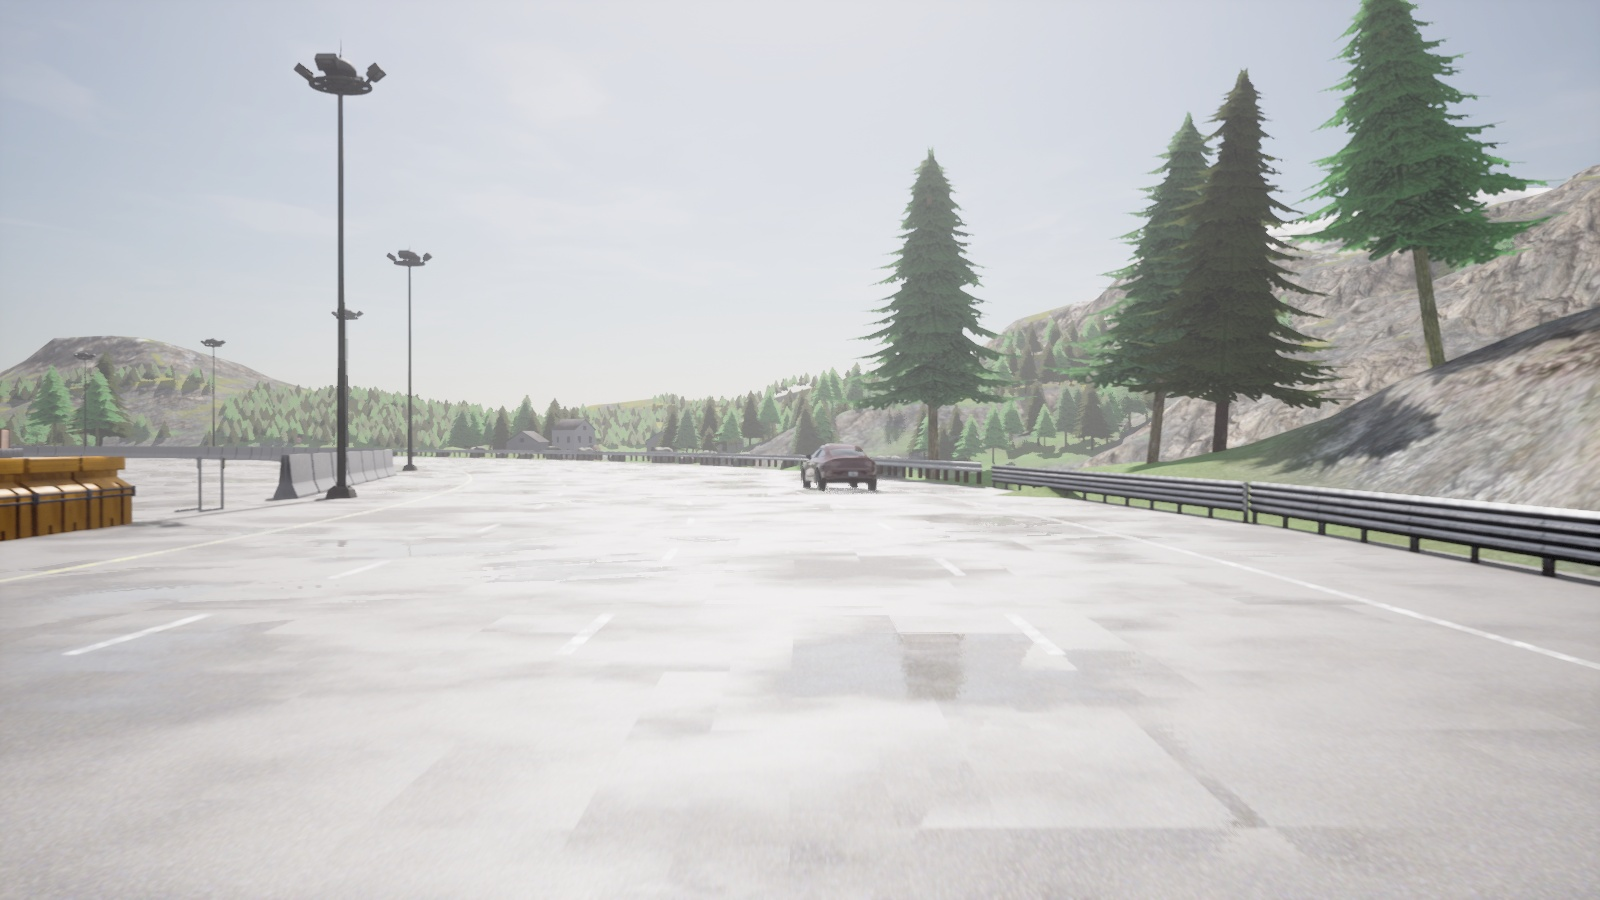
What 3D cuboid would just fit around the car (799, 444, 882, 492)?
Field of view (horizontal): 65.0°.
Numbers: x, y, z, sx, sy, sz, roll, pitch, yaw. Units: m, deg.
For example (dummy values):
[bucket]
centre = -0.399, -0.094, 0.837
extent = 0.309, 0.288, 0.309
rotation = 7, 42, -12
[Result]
[car]
centre = 1.228, 0.548, 40.554
extent = 1.812, 1.442, 4.674
rotation = 0, 0, -9
